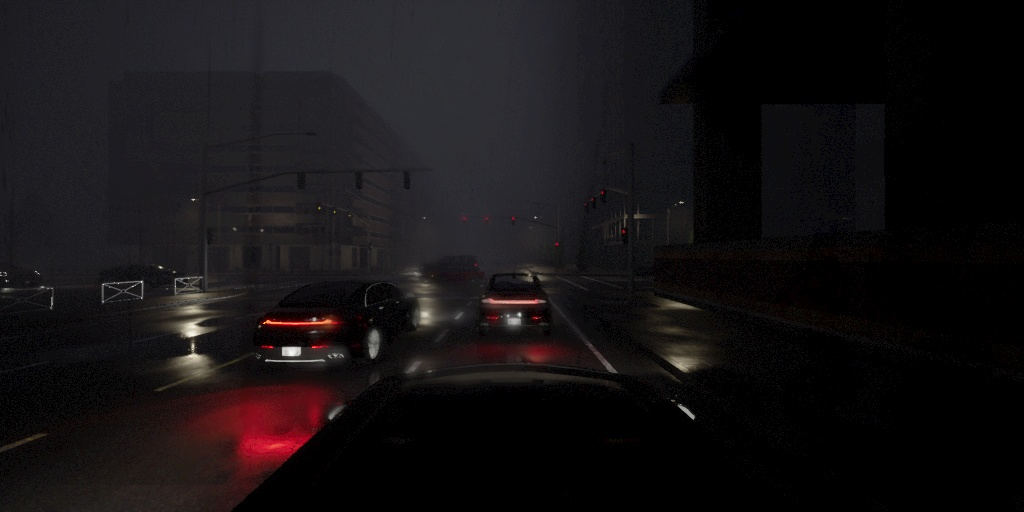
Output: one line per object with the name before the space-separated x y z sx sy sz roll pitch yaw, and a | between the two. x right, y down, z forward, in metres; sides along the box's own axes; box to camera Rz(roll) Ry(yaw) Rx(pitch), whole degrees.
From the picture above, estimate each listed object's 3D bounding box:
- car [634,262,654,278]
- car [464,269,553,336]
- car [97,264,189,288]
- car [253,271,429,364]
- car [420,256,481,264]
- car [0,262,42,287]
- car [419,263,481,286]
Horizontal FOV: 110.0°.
car | 13.951 1.294 34.369 4.902 1.511 2.128 0 0 0
car | 0.060 1.242 10.381 2.128 1.511 4.902 0 0 0
car | -24.323 1.297 23.742 4.902 1.511 2.128 0 0 0
car | -3.450 1.255 8.061 1.837 1.490 4.892 0 0 0
car | -5.881 0.997 34.408 5.566 2.045 2.150 0 0 0
car | -34.397 1.157 23.764 4.553 1.767 2.097 0 0 0
car | -4.299 1.375 25.558 1.895 1.301 4.718 0 0 42
